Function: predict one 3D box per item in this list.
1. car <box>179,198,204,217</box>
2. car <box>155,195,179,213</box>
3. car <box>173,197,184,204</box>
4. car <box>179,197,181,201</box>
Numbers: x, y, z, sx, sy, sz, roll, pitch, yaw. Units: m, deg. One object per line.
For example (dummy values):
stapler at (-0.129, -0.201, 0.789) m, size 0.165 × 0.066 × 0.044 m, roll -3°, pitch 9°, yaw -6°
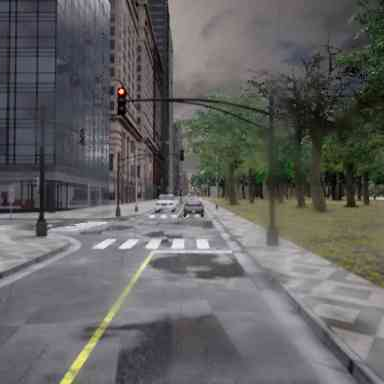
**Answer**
car at (0.162, 1.571, 32.595) m, size 2.128 × 1.511 × 4.902 m, roll 0°, pitch 0°, yaw 0°
car at (-3.019, 1.326, 38.750) m, size 2.150 × 2.045 × 5.566 m, roll 0°, pitch 0°, yaw 0°
car at (-2.855, 1.775, 70.531) m, size 2.033 × 1.411 × 5.357 m, roll 0°, pitch 0°, yaw 0°
car at (-2.981, 1.704, 54.243) m, size 1.812 × 1.442 × 4.674 m, roll 0°, pitch 0°, yaw 0°
